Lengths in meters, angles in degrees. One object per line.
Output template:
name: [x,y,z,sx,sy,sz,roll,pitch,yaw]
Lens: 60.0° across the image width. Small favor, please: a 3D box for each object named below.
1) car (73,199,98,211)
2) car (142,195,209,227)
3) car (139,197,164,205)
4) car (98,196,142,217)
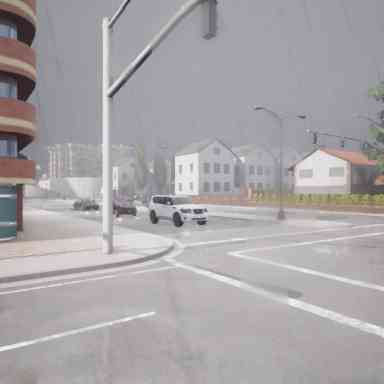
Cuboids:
car: [-13.053,1.547,40.772,2.033,1.411,5.357,0,0,-35]
car: [-1.110,1.221,23.468,2.150,2.045,5.566,0,0,-35]
car: [-7.286,1.548,59.152,2.033,1.411,5.357,0,0,-35]
car: [-7.013,1.476,32.010,1.882,1.535,5.008,0,0,-34]
